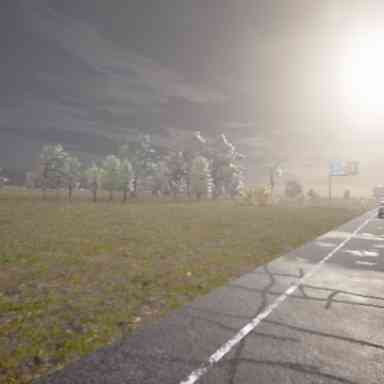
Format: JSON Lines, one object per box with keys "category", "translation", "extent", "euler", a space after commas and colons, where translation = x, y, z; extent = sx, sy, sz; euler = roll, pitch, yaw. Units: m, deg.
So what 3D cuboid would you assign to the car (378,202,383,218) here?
{"category": "car", "translation": [25.649, 2.284, 43.463], "extent": [2.150, 2.045, 5.566], "euler": [1, -1, 31]}
